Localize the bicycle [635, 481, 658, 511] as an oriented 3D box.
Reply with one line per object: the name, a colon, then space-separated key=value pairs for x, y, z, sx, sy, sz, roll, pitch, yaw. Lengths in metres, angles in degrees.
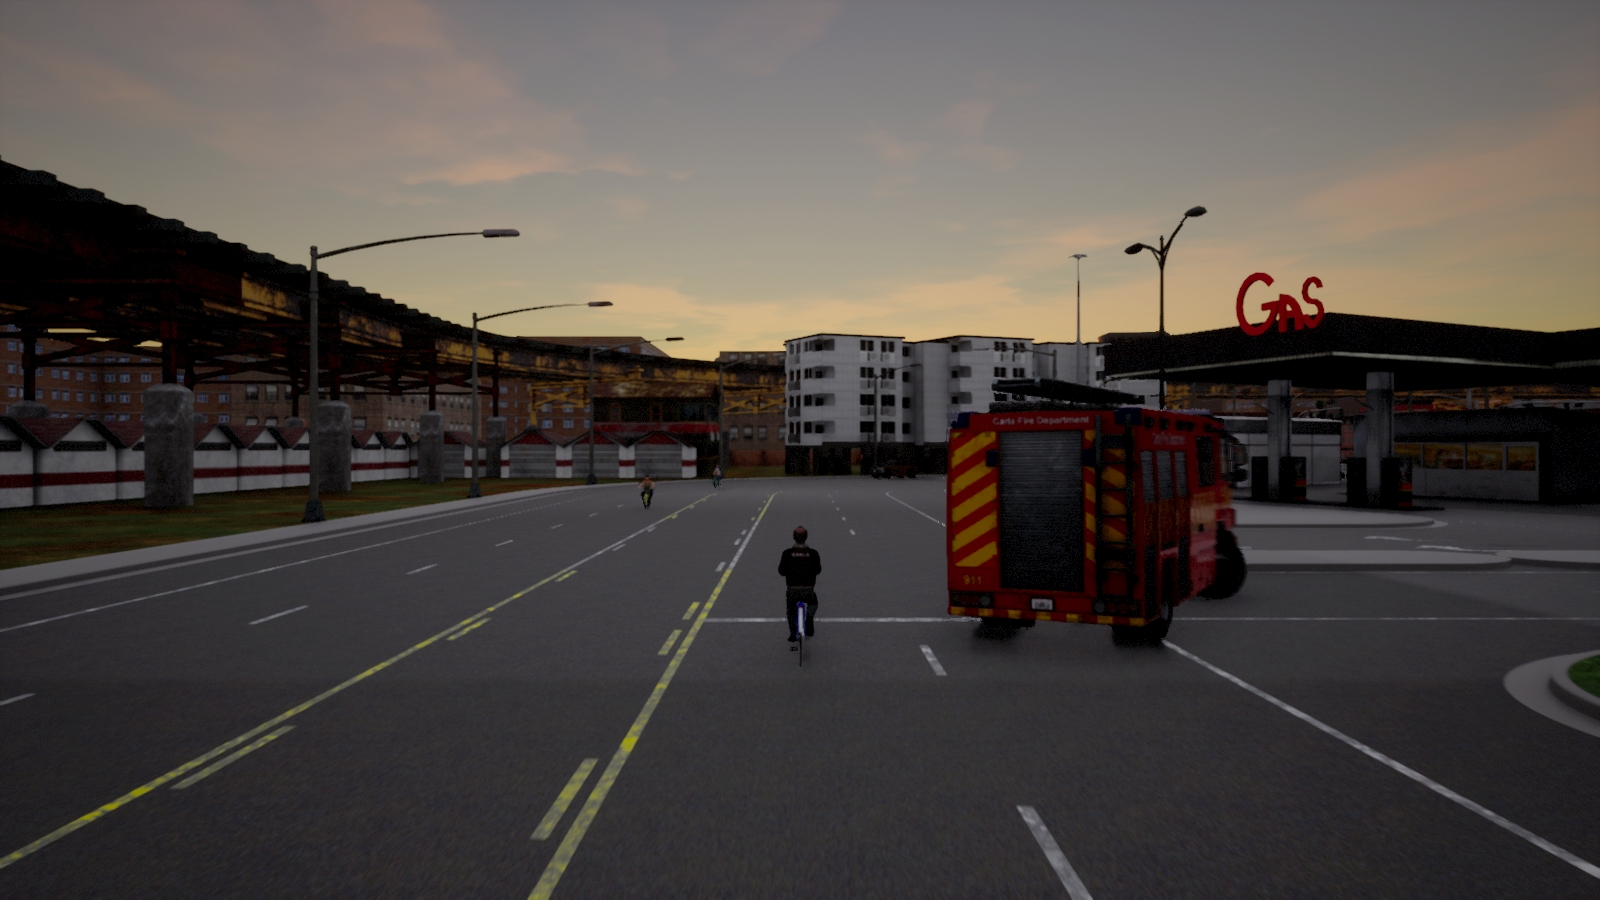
bicycle: x=-6.991 y=2.078 z=52.191 sx=0.859 sy=1.301 sz=1.487 roll=0 pitch=0 yaw=0

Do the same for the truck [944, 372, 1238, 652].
truck: x=5.490 y=0.863 z=20.034 sx=2.891 sy=3.827 sz=8.468 roll=-1 pitch=0 yaw=29

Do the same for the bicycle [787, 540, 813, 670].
bicycle: x=0.001 y=2.026 z=15.318 sx=0.329 sy=1.496 sz=1.835 roll=0 pitch=0 yaw=0
